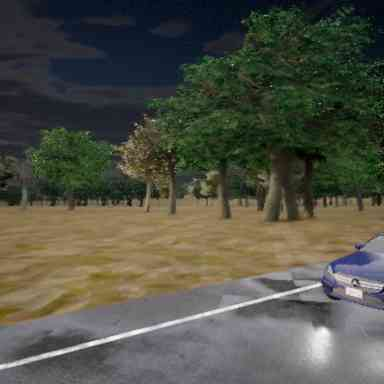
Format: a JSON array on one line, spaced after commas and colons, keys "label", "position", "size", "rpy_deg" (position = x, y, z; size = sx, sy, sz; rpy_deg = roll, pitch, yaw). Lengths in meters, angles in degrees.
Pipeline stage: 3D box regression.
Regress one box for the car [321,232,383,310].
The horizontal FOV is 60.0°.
[{"label": "car", "position": [4.854, 1.596, 7.374], "size": [4.674, 1.442, 1.812], "rpy_deg": [1, -1, -35]}]
